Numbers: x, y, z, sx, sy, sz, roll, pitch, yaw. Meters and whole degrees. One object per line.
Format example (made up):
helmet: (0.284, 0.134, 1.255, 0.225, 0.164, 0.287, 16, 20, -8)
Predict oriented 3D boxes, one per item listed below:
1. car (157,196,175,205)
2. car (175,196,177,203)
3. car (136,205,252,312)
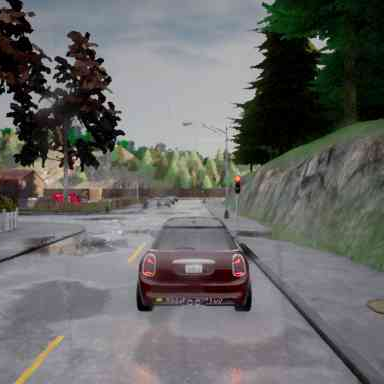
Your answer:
car: (-4.086, 1.491, 49.068, 2.128, 1.511, 4.902, 0, 0, 0)
car: (-4.061, 1.526, 59.098, 1.812, 1.442, 4.674, 0, 0, 0)
car: (0.055, 1.352, 7.899, 2.097, 1.767, 4.553, 0, 0, 1)
